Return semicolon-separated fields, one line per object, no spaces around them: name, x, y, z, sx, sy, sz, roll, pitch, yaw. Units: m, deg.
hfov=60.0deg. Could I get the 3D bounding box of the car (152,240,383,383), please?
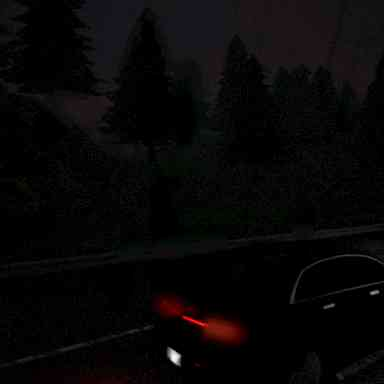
car;1.795;1.493;4.929;4.892;1.490;1.837;0;0;-35
